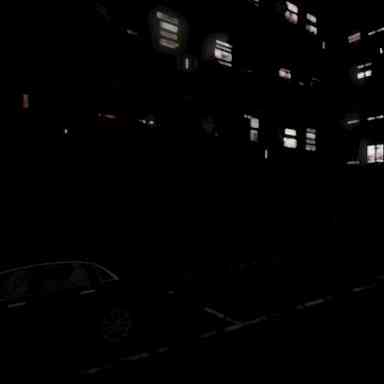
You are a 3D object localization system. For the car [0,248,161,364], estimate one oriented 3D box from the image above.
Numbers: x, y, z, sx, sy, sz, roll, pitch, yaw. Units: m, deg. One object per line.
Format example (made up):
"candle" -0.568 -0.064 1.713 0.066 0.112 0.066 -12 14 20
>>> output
"car" -2.565 1.556 4.727 4.403 1.369 2.008 1 0 -36
